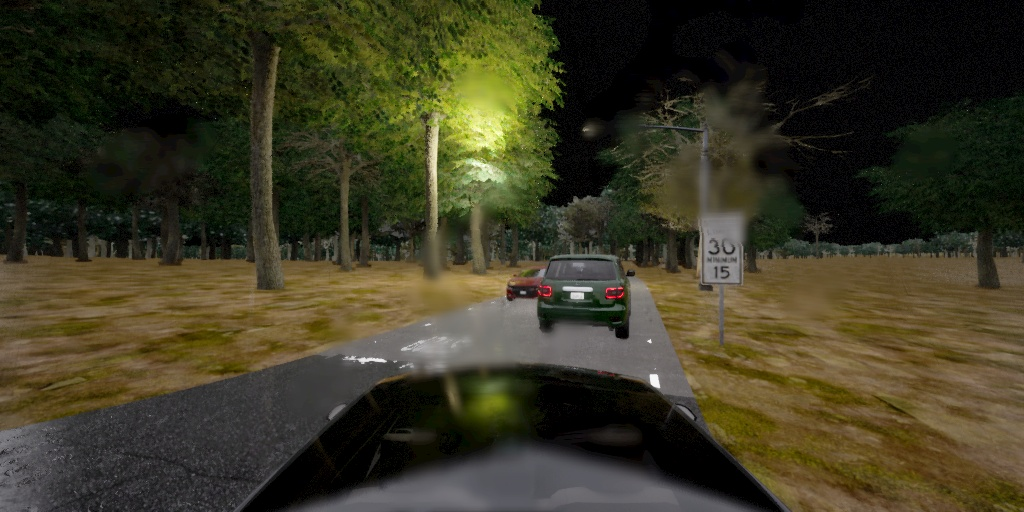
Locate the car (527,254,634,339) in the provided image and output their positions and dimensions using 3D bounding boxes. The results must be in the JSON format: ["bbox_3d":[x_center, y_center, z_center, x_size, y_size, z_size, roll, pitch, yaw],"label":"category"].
[{"bbox_3d":[2.312,0.976,10.464,2.150,2.045,5.566,0,0,19],"label":"car"}]

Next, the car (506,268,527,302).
[{"bbox_3d":[1.243,1.243,17.019,1.882,1.535,5.008,0,0,18],"label":"car"}]

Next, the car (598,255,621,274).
[{"bbox_3d":[11.404,0.945,42.291,2.150,2.045,5.566,0,0,11],"label":"car"}]

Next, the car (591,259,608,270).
[{"bbox_3d":[12.820,1.185,52.697,1.812,1.442,4.674,-1,1,6],"label":"car"}]
